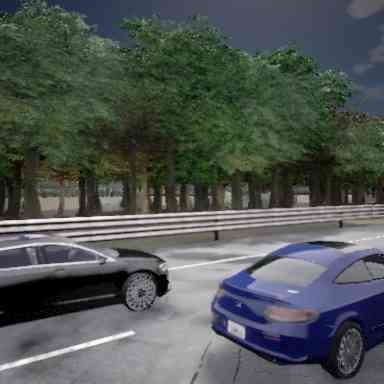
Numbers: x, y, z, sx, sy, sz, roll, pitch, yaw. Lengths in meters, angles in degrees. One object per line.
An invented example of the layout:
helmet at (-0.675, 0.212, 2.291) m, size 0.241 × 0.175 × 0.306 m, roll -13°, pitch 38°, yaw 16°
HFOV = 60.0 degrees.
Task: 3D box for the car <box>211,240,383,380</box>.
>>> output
car at (2.433, 1.538, 5.464) m, size 4.674 × 1.442 × 1.812 m, roll 0°, pitch 0°, yaw -35°

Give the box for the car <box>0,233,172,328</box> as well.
car at (-2.681, 1.526, 6.133) m, size 4.902 × 1.511 × 2.128 m, roll 0°, pitch 0°, yaw -36°
